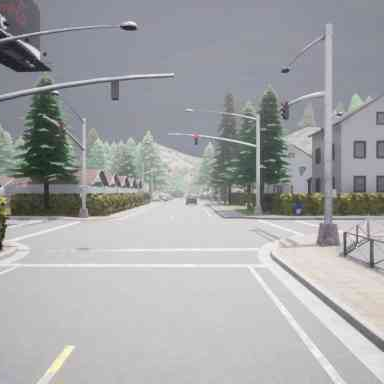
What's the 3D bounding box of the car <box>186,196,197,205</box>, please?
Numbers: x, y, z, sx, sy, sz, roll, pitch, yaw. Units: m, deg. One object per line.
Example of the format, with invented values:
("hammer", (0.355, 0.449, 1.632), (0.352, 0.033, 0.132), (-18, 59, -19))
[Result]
("car", (-0.091, 1.505, 59.254), (1.837, 1.490, 4.892), (0, 0, 0))
